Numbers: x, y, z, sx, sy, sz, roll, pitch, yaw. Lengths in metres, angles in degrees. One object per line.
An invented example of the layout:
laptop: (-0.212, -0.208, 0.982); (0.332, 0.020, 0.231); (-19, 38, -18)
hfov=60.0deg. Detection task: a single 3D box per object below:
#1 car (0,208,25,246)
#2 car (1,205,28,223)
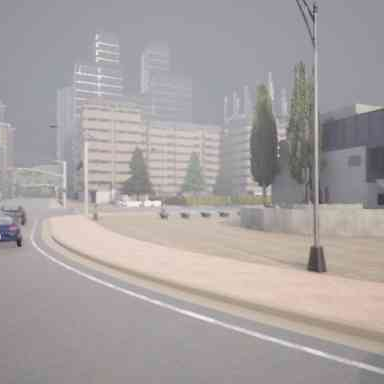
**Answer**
car: (-9.019, 1.693, 15.480); (1.812, 1.442, 4.674); (0, -1, -30)
car: (-13.925, 1.766, 25.742); (2.128, 1.511, 4.902); (0, -1, -25)
